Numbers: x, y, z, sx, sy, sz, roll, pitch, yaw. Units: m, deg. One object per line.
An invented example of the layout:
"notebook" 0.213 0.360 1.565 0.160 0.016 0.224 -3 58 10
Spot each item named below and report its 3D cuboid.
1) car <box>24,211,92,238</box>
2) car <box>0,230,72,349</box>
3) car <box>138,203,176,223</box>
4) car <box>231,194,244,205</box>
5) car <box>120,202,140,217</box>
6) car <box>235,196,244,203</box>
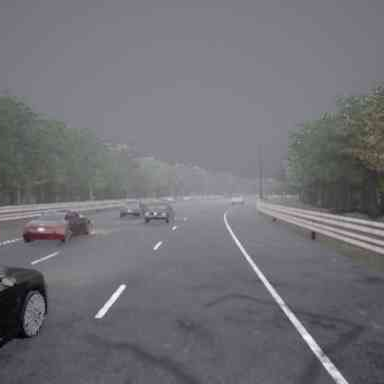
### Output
"car" -6.482 1.611 16.484 1.994 1.385 4.181 0 0 2
"car" -3.357 1.501 3.691 2.128 1.511 4.902 0 0 1
"car" -2.451 1.635 26.348 2.033 1.411 5.357 0 0 4
"car" 9.173 1.455 67.385 2.150 2.045 5.566 0 0 12
"car" -5.510 1.676 32.162 1.994 1.385 4.181 0 0 5
"car" 10.660 1.691 74.476 1.882 1.535 5.008 0 0 12
